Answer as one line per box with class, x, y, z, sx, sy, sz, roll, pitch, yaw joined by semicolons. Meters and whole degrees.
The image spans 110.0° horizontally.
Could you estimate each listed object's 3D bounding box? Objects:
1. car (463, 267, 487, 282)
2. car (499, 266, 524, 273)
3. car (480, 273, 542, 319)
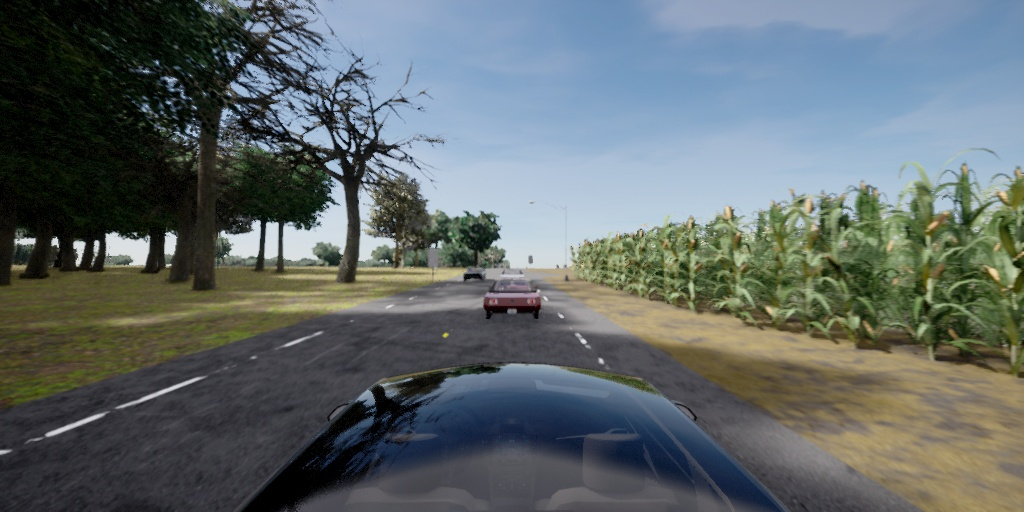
car;-3.544;1.761;34.595;1.895;1.301;4.718;0;-1;1
car;0.031;1.689;28.605;1.895;1.301;4.718;0;-1;1
car;0.035;1.504;13.607;1.895;1.301;4.718;0;-1;1
